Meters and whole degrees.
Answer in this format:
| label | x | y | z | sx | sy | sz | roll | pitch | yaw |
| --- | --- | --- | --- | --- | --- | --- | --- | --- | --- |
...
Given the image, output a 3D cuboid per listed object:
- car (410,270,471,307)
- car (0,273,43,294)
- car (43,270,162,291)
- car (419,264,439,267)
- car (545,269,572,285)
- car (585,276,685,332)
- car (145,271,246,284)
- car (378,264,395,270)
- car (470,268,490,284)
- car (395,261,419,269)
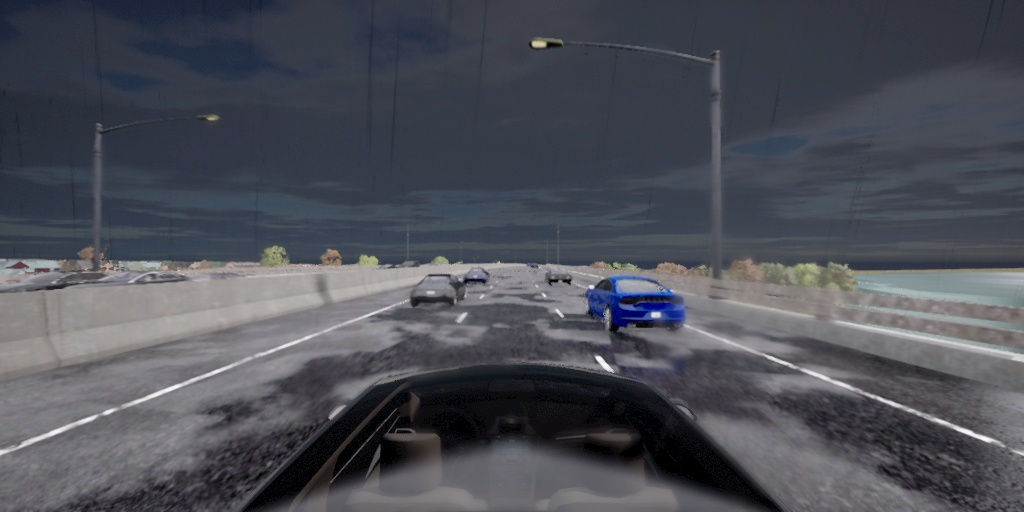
| label | x | y | z | sx | sy | sz | roll | pitch | yaw |
| --- | --- | --- | --- | --- | --- | --- | --- | --- | --- |
| car | -3.328 | 1.517 | 16.865 | 1.994 | 1.385 | 4.181 | 0 | -1 | 0 |
| car | -21.027 | 1.449 | 16.838 | 1.837 | 1.490 | 4.892 | 0 | -1 | 1 |
| car | -17.527 | 1.436 | 16.754 | 2.128 | 1.511 | 4.902 | 0 | -1 | 1 |
| car | -13.095 | 2.064 | 58.931 | 2.128 | 1.511 | 4.902 | 0 | -1 | 2 |
| car | 3.844 | 1.750 | 30.456 | 1.895 | 1.301 | 4.718 | 0 | -1 | 1 |
| car | 3.631 | 1.360 | 11.472 | 1.882 | 1.535 | 5.008 | 0 | -1 | 0 |
| car | -14.025 | 1.512 | 16.891 | 1.994 | 1.385 | 4.181 | 0 | -1 | 1 |
| car | -20.104 | 2.040 | 58.536 | 1.882 | 1.535 | 5.008 | 0 | -1 | 2 |
| car | -3.117 | 1.740 | 32.647 | 1.994 | 1.385 | 4.181 | 0 | -1 | 1 |
| car | -16.606 | 1.784 | 58.446 | 2.150 | 2.045 | 5.566 | 0 | -1 | 2 |
